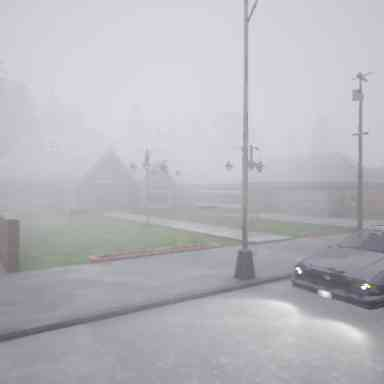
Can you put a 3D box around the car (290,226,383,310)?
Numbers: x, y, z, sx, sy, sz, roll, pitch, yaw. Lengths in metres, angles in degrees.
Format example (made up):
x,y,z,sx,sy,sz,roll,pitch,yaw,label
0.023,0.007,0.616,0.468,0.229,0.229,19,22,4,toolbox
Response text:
x,y,z,sx,sy,sz,roll,pitch,yaw,label
4.698,1.523,7.712,5.357,1.411,2.033,0,0,-34,car
